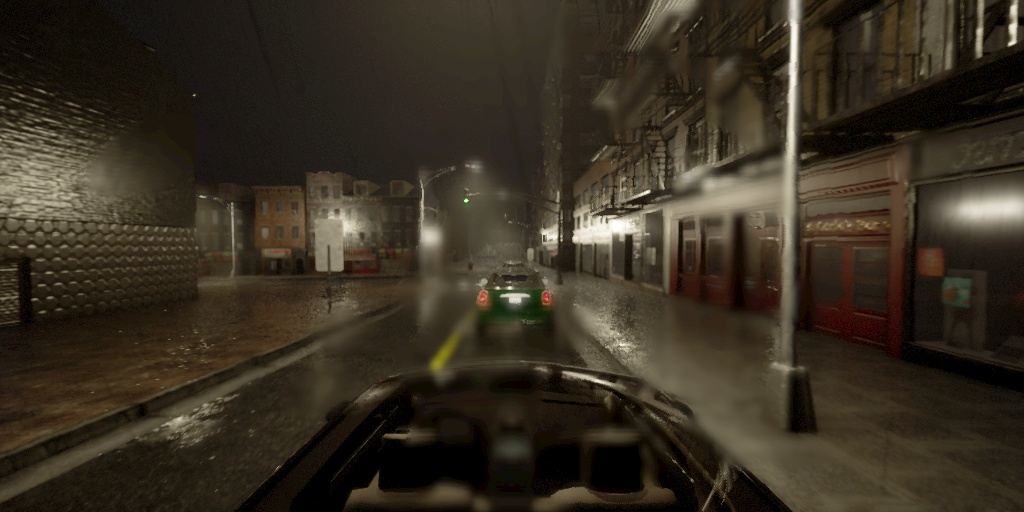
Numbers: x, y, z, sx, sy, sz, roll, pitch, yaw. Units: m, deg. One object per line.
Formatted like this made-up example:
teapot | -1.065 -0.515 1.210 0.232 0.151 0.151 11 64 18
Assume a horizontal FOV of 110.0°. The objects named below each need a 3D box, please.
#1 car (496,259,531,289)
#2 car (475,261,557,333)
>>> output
car | 0.104 1.111 23.620 2.097 1.767 4.553 0 0 0
car | 0.101 1.107 10.950 2.097 1.767 4.553 0 0 0
